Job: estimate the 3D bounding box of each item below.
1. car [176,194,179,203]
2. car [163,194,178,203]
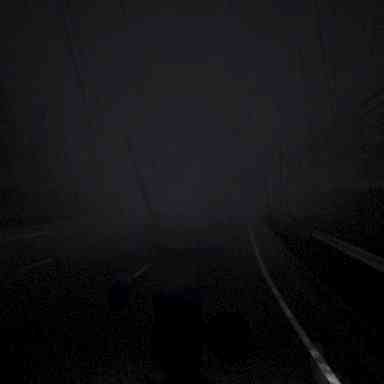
[{"bbox_3d":[-4.401,1.493,77.362,2.150,2.045,5.566,0,0,7],"label":"car"},{"bbox_3d":[-4.908,1.726,72.455,1.895,1.301,4.718,0,0,5],"label":"car"}]
